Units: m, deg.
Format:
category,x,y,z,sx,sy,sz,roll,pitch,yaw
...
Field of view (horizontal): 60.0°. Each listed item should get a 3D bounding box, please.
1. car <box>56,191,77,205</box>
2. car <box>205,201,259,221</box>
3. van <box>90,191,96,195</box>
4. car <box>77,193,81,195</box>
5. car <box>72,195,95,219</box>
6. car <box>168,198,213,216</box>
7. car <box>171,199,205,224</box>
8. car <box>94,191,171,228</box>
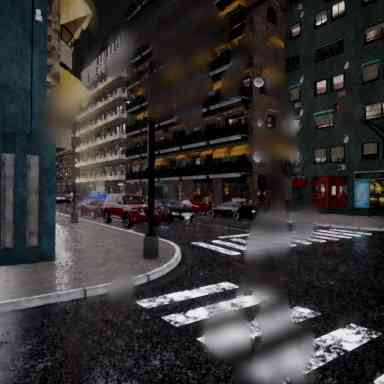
category,x,y,z,sx,sy,sz,roll,pitch,yaw
car,-16.945,0.912,42.596,2.033,1.411,5.357,1,0,-36
car,3.070,1.354,24.871,1.947,1.339,4.313,2,0,-36
van,-13.304,0.727,47.399,1.690,1.788,3.998,2,0,-36
car,-19.860,0.770,56.409,1.887,1.381,4.507,2,0,-36
car,-7.006,1.183,24.480,1.887,1.381,4.507,2,0,-36
car,-0.206,1.289,29.376,1.802,1.307,4.206,2,0,-36
car,-1.695,1.230,21.559,2.128,1.511,4.902,1,1,-36
car,-3.724,1.034,19.975,2.192,1.841,5.009,2,0,-36
